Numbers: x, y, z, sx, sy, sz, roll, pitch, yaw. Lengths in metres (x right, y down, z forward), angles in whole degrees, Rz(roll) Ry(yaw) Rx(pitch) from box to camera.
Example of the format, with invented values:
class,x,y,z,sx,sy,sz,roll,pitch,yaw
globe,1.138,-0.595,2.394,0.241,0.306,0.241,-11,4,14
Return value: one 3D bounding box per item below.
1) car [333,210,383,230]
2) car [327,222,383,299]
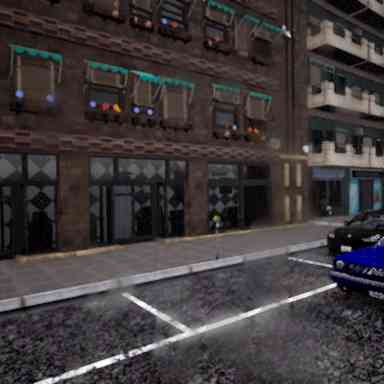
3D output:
class,x,y,z,sx,sy,sz,roll,pitch,yaw
car,6.375,1.293,11.224,4.313,1.339,1.947,-2,1,-36
car,4.976,1.412,7.009,4.718,1.301,1.895,-2,1,-36
